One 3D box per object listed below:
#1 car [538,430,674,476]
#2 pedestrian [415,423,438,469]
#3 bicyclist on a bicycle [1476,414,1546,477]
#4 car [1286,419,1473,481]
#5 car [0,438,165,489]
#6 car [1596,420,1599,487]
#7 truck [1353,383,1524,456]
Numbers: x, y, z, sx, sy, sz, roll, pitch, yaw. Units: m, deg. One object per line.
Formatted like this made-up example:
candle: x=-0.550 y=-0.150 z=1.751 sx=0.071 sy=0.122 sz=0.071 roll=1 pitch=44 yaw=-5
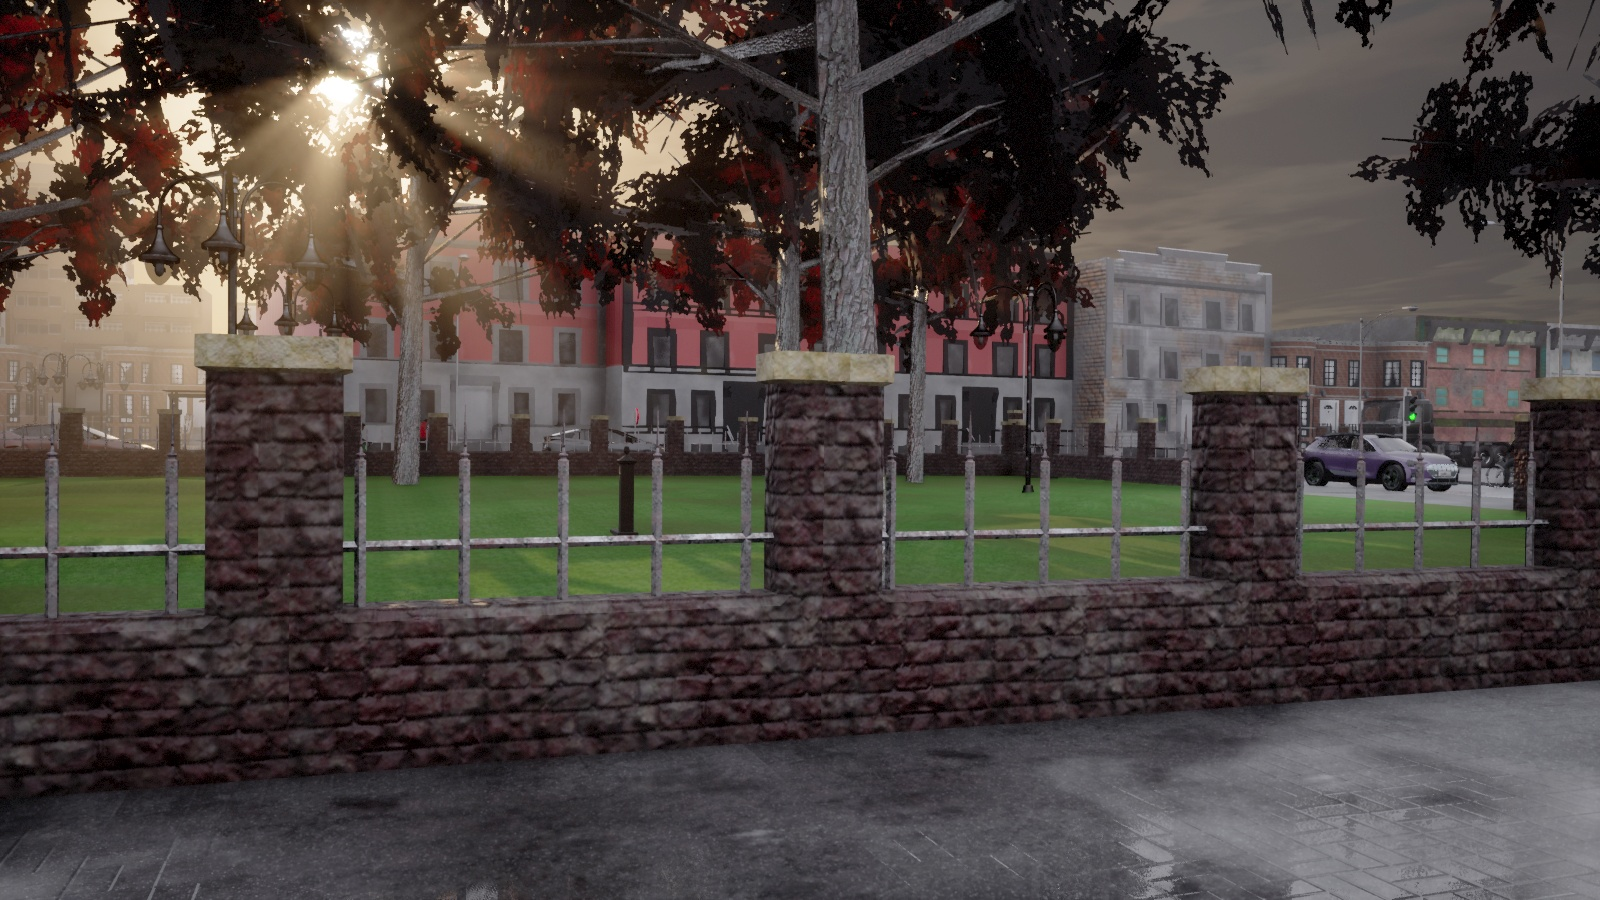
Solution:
car: x=-6.960 y=0.089 z=44.948 sx=4.514 sy=1.525 sz=2.007 roll=-1 pitch=1 yaw=-18
pedestrian: x=-15.337 y=-0.166 z=51.583 sx=0.899 sy=1.844 sz=0.634 roll=-1 pitch=1 yaw=-16
bicyclist on a bicycle: x=20.681 y=-0.149 z=36.544 sx=0.659 sy=1.776 sz=1.843 roll=-1 pitch=1 yaw=-15
car: x=16.602 y=-0.041 z=36.265 sx=2.033 sy=1.649 sz=4.856 roll=-1 pitch=1 yaw=-21
car: x=-22.812 y=0.401 z=39.493 sx=4.792 sy=1.488 sz=2.163 roll=-1 pitch=1 yaw=-19
car: x=19.865 y=0.094 z=26.833 sx=2.007 sy=1.525 sz=4.514 roll=-1 pitch=1 yaw=-21
truck: x=31.763 y=-1.543 z=62.450 sx=7.936 sy=3.462 sz=2.891 roll=-1 pitch=1 yaw=-19
